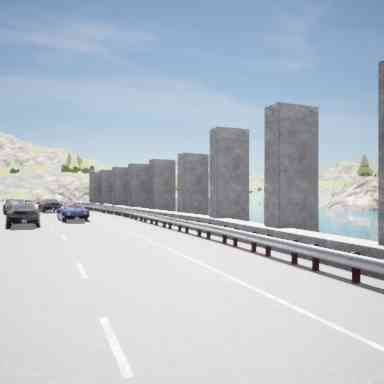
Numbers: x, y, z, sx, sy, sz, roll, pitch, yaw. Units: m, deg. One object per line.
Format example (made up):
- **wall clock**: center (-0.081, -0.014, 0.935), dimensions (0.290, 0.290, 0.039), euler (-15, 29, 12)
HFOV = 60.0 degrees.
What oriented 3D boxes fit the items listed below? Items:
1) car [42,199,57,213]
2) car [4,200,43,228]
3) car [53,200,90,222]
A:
- **car**: center (-15.793, 1.498, 36.804), dimensions (1.837, 1.490, 4.892), euler (0, 0, -32)
- **car**: center (-11.238, 1.501, 22.138), dimensions (1.837, 1.490, 4.892), euler (0, 0, -28)
- **car**: center (-9.466, 1.597, 26.206), dimensions (1.895, 1.301, 4.718), euler (0, 0, -29)
